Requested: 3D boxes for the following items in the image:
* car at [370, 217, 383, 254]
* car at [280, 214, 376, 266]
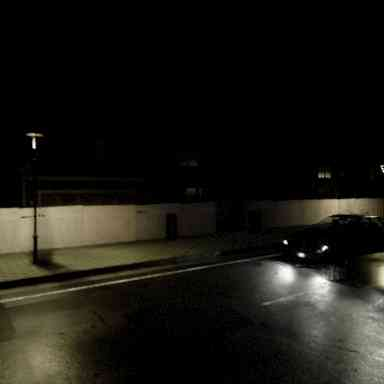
[{"bbox_3d":[6.874,1.437,8.570,5.008,1.535,1.882,0,0,-35],"label":"car"},{"bbox_3d":[5.456,1.500,11.549,5.357,1.411,2.033,0,0,-35],"label":"car"}]
